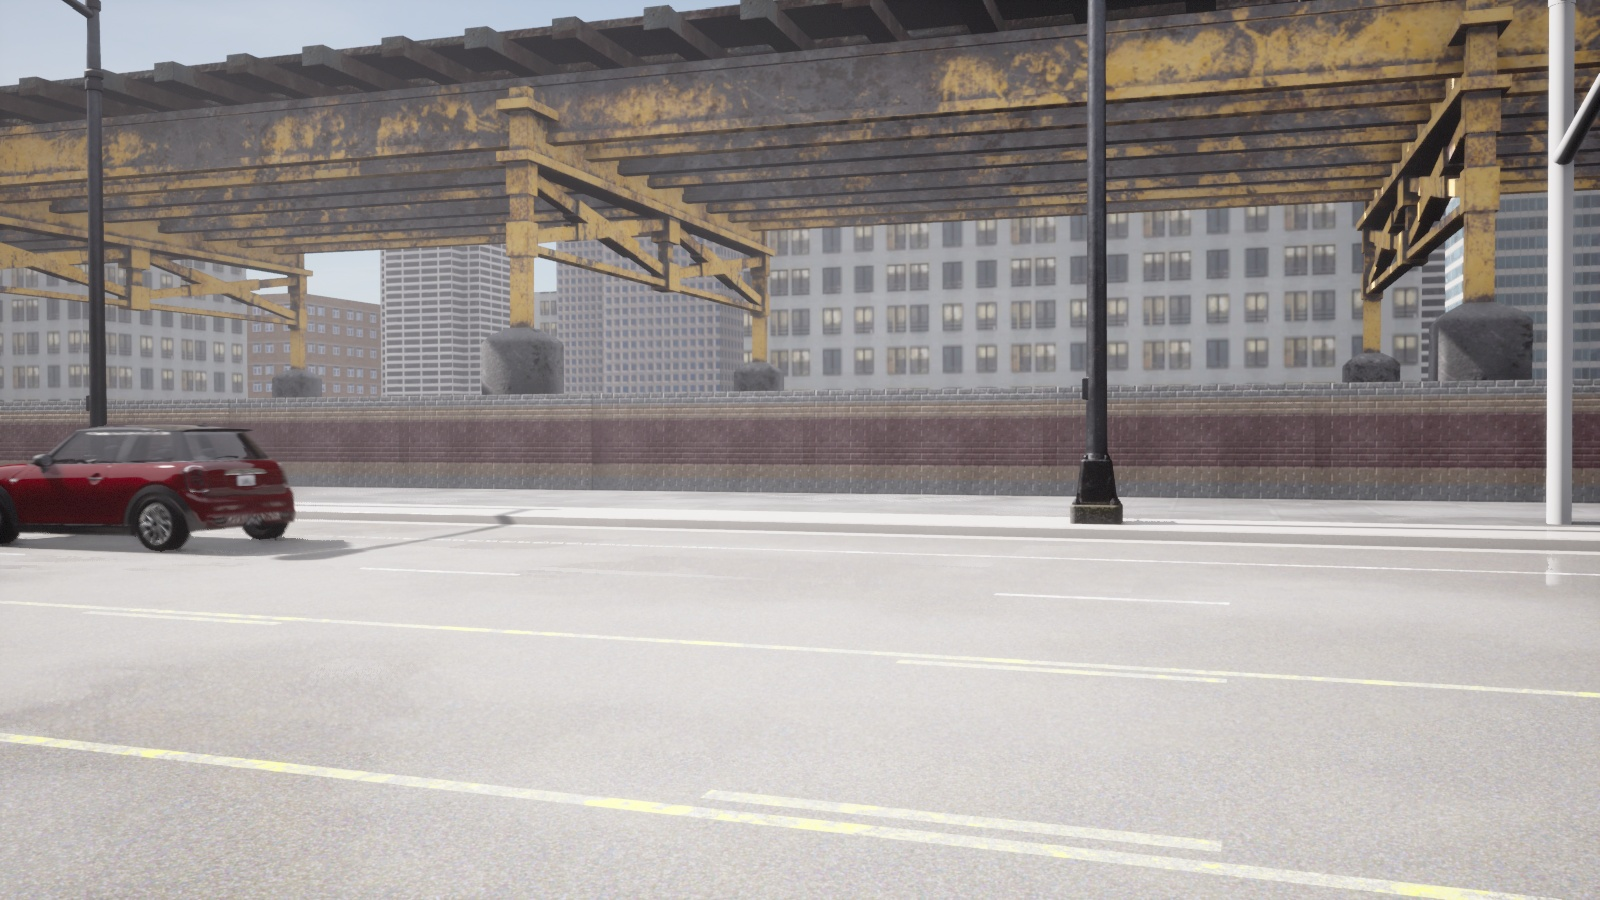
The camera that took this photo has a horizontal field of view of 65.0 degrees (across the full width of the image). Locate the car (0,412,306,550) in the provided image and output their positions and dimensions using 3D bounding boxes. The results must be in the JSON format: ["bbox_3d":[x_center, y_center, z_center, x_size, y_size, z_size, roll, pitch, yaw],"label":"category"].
[{"bbox_3d":[-9.604,0.364,17.823,4.553,1.767,2.097,1,1,20],"label":"car"}]
